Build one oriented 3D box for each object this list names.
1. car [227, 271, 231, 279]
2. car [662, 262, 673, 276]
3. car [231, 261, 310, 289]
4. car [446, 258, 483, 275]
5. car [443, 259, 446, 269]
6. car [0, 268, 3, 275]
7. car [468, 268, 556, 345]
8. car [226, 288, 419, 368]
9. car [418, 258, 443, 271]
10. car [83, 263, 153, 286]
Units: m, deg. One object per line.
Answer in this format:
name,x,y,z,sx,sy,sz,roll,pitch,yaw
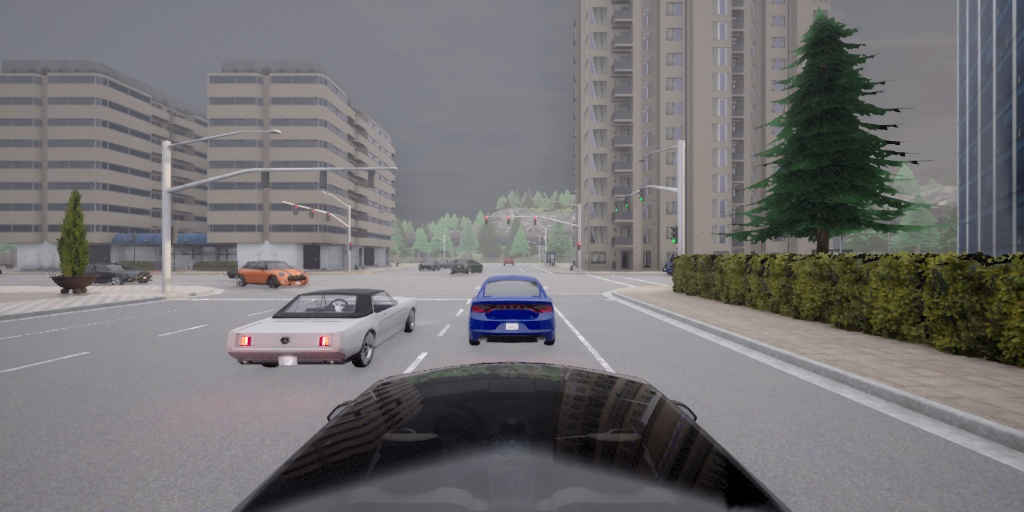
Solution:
car,-19.484,1.351,28.282,4.718,1.301,1.895,0,0,0
car,17.892,0.971,35.442,5.566,2.045,2.150,0,0,0
car,-15.287,1.101,22.995,4.553,1.767,2.097,0,0,22
car,-4.797,1.102,38.971,2.097,1.767,4.553,0,0,20
car,-11.083,1.255,56.990,1.837,1.490,4.892,0,0,0
car,-53.615,1.314,35.521,4.181,1.385,1.994,0,0,0
car,-0.004,1.228,9.495,1.882,1.535,5.008,0,0,0
car,-3.496,1.351,7.829,1.895,1.301,4.718,0,0,0
car,-11.012,1.102,47.905,2.097,1.767,4.553,0,0,0
car,-27.819,1.255,24.791,4.892,1.490,1.837,0,0,0
